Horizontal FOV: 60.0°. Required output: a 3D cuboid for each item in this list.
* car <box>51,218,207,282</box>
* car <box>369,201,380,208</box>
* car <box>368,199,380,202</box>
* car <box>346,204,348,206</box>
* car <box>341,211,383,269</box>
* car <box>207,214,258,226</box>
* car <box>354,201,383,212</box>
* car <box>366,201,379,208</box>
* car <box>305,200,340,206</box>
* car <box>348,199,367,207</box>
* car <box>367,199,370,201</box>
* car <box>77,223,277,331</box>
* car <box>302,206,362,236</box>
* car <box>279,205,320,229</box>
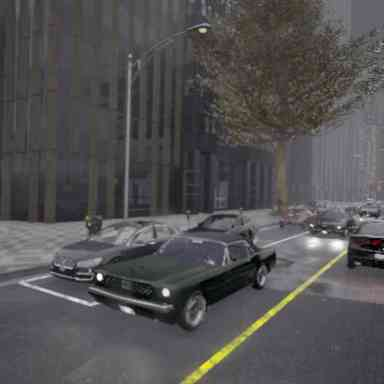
[{"bbox_3d":[-1.668,1.499,9.191,2.008,1.369,4.403,1,0,33],"label":"car"},{"bbox_3d":[40.505,2.675,73.620,1.752,1.417,4.829,1,0,33],"label":"car"},{"bbox_3d":[34.566,2.294,64.538,2.192,1.841,5.009,1,0,33],"label":"car"},{"bbox_3d":[13.430,1.814,32.252,1.967,1.590,4.097,1,0,33],"label":"car"},{"bbox_3d":[6.532,1.653,11.194,1.882,1.535,5.008,2,0,33],"label":"car"},{"bbox_3d":[1.351,1.599,13.803,1.947,1.339,4.313,1,0,33],"label":"car"},{"bbox_3d":[19.890,2.106,37.082,2.033,1.411,5.357,2,0,33],"label":"car"},{"bbox_3d":[37.578,2.616,69.150,2.008,1.369,4.403,1,0,33],"label":"car"},{"bbox_3d":[10.414,1.603,27.640,2.192,1.841,5.009,1,0,33],"label":"car"},{"bbox_3d":[22.487,2.073,46.089,1.967,1.590,4.097,1,0,33],"label":"car"},{"bbox_3d":[25.410,2.241,50.559,1.752,1.417,4.829,1,0,33],"label":"car"},{"bbox_3d":[0.171,1.599,7.143,1.895,1.301,4.718,2,0,33],"label":"car"},{"bbox_3d":[8.490,1.779,19.846,2.033,1.411,5.357,2,0,33],"label":"car"},{"bbox_3d":[7.388,1.785,23.028,1.802,1.307,4.206,1,0,33],"label":"car"}]
